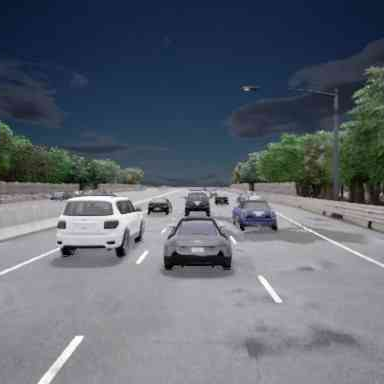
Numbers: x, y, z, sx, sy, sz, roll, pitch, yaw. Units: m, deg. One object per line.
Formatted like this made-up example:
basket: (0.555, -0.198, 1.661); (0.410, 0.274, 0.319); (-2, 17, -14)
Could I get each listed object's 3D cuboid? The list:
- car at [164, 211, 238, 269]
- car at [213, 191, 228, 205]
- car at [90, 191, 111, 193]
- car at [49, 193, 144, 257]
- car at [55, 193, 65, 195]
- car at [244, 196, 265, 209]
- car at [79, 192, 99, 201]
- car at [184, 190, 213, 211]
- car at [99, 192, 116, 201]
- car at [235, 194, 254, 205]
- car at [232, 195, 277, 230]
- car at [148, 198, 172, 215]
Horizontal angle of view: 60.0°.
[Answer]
car: (0.175, 1.532, 11.012); (1.994, 1.385, 4.181); (0, 0, 1)
car: (4.328, 1.037, 49.600); (1.882, 1.535, 5.008); (0, 1, 1)
car: (-13.319, 0.837, 46.848); (2.150, 2.045, 5.566); (0, 1, 1)
car: (-3.307, 1.181, 12.983); (2.150, 2.045, 5.566); (0, 0, 1)
car: (-23.477, 0.941, 59.423); (2.033, 1.411, 5.357); (0, 1, 2)
car: (7.493, 1.232, 40.173); (1.812, 1.442, 4.674); (0, 1, 3)
car: (-19.856, 0.833, 64.373); (2.033, 1.411, 5.357); (0, 1, 1)
car: (0.500, 1.054, 30.009); (2.150, 2.045, 5.566); (0, 1, 1)
car: (-16.354, 0.816, 64.572); (1.812, 1.442, 4.674); (0, 1, 1)
car: (7.844, 1.093, 50.250); (2.033, 1.411, 5.357); (0, 1, 1)
car: (3.702, 1.269, 20.353); (2.097, 1.767, 4.553); (0, 0, 1)
car: (-2.968, 1.296, 31.465); (1.882, 1.535, 5.008); (0, 1, 1)
